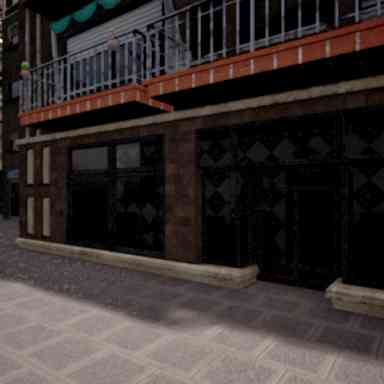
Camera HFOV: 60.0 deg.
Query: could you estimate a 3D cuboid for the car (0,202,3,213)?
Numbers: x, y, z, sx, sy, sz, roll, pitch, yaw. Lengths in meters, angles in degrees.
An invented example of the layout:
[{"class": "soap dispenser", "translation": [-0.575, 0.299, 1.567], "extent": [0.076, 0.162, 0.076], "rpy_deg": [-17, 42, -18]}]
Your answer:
[{"class": "car", "translation": [-19.542, 1.221, 30.132], "extent": [1.967, 1.590, 4.097], "rpy_deg": [1, 1, 36]}]
